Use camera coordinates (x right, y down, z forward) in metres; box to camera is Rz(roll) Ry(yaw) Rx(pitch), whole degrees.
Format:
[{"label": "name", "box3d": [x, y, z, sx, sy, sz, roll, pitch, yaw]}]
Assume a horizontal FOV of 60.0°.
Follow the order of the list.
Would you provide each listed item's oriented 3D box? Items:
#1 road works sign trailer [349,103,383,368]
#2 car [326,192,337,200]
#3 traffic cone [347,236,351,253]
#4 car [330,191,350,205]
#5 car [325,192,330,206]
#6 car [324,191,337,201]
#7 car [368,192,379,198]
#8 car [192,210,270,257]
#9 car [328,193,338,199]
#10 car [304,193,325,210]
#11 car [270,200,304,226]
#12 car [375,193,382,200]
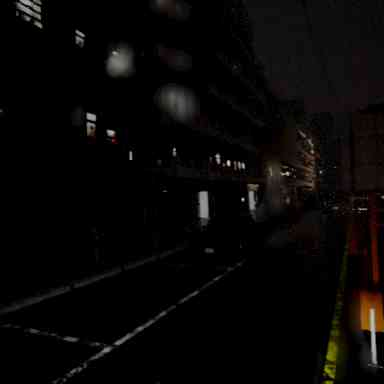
[{"label": "road works sign trailer", "box3d": [3.772, 0.372, 5.049, 2.380, 3.560, 2.880, -2, -1, 26]}, {"label": "car", "box3d": [31.223, 0.912, 74.146, 1.967, 1.590, 4.097, -2, 0, 26]}, {"label": "traffic cone", "box3d": [5.733, 1.849, 11.878, 0.340, 0.580, 0.340, -2, -1, 26]}, {"label": "car", "box3d": [22.338, 0.823, 49.854, 2.150, 2.045, 5.566, -2, -1, 26]}, {"label": "car", "box3d": [16.376, 1.081, 43.763, 2.192, 1.841, 5.009, -2, 0, 26]}, {"label": "car", "box3d": [28.746, 0.836, 69.084, 2.192, 1.841, 5.009, -2, 0, 26]}, {"label": "car", "box3d": [41.223, 0.671, 75.528, 1.887, 1.381, 4.507, -2, 0, 26]}, {"label": "car", "box3d": [1.539, 1.620, 13.375, 1.947, 1.339, 4.313, -2, 0, 26]}, {"label": "car", "box3d": [33.701, 0.967, 79.211, 1.887, 1.381, 4.507, -2, 0, 26]}, {"label": "car", "box3d": [13.905, 1.255, 38.698, 1.967, 1.590, 4.097, -2, 0, 26]}, {"label": "car", "box3d": [6.411, 1.486, 23.351, 1.752, 1.417, 4.829, -2, 0, 26]}, {"label": "car", "box3d": [36.349, 0.749, 65.553, 1.752, 1.417, 4.829, -2, 0, 26]}]
